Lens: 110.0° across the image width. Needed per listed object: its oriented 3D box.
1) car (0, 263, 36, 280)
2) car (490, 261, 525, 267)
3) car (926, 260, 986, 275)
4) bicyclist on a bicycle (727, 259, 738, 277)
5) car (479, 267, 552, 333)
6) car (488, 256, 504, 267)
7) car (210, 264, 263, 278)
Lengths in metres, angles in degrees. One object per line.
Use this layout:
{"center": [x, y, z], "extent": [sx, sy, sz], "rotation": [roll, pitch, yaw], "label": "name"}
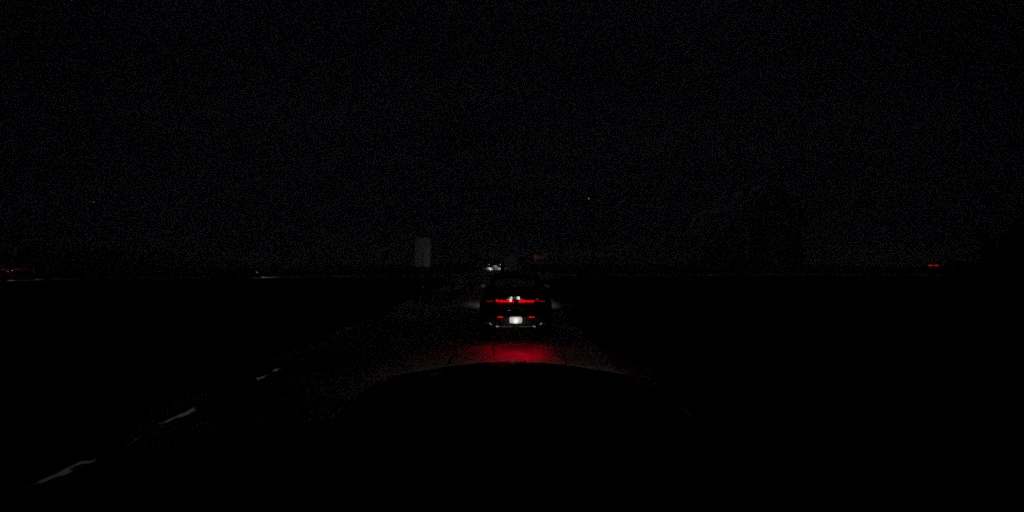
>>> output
{"center": [-50.009, 1.457, 35.184], "extent": [4.553, 1.767, 2.097], "rotation": [0, -1, 0], "label": "car"}
{"center": [0.079, 1.229, 20.928], "extent": [2.128, 1.511, 4.902], "rotation": [0, 0, 0], "label": "car"}
{"center": [44.368, 1.137, 35.657], "extent": [4.902, 1.511, 2.128], "rotation": [0, -1, 1], "label": "car"}
{"center": [19.945, 1.075, 32.445], "extent": [0.582, 1.620, 1.656], "rotation": [0, 0, 0], "label": "bicyclist on a bicycle"}
{"center": [0.090, 1.247, 10.729], "extent": [1.837, 1.490, 4.892], "rotation": [0, 0, 0], "label": "car"}
{"center": [-2.817, 0.958, 61.786], "extent": [2.150, 2.045, 5.566], "rotation": [0, 0, 0], "label": "car"}
{"center": [-27.030, 1.448, 35.225], "extent": [4.181, 1.385, 1.994], "rotation": [0, -1, 0], "label": "car"}
